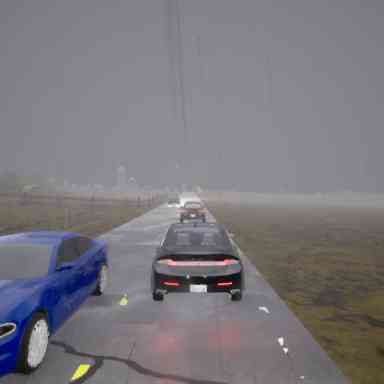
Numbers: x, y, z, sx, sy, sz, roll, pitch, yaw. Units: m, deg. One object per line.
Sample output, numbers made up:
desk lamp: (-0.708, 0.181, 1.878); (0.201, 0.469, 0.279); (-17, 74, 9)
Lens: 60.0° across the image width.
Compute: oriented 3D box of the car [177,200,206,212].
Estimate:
car: (0.068, 1.464, 25.274); (1.812, 1.442, 4.674); (0, 0, 0)

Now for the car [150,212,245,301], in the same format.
car: (0.094, 1.485, 8.287); (2.128, 1.511, 4.902); (0, 0, 0)

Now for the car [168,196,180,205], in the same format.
car: (-2.815, 1.283, 53.239); (2.033, 1.411, 5.357); (0, 1, 0)

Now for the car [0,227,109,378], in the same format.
car: (-2.858, 1.475, 5.796); (1.882, 1.535, 5.008); (0, 0, 0)
